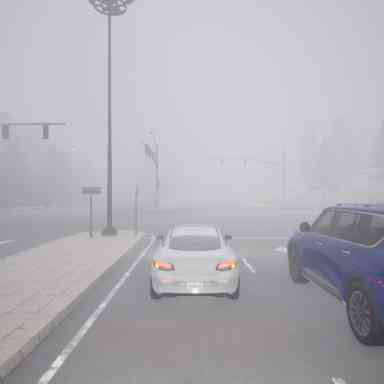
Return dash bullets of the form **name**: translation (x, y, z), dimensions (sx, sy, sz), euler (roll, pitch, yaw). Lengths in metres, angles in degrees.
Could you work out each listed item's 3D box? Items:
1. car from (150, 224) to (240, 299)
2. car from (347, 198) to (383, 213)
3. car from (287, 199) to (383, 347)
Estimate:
- **car**: translation (0.062, 1.526, 8.300), dimensions (1.812, 1.442, 4.674), euler (0, 0, 0)
- **car**: translation (20.286, 1.491, 37.148), dimensions (4.902, 1.511, 2.128), euler (0, 0, 0)
- **car**: translation (3.553, 1.221, 6.454), dimensions (2.150, 2.045, 5.566), euler (0, 0, 1)
